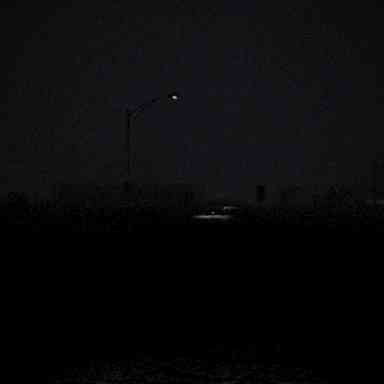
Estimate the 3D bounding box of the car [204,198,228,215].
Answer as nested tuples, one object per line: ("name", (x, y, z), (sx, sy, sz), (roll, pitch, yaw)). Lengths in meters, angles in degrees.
("car", (2.395, 1.649, 35.316), (2.033, 1.411, 5.357), (0, 0, 8))
